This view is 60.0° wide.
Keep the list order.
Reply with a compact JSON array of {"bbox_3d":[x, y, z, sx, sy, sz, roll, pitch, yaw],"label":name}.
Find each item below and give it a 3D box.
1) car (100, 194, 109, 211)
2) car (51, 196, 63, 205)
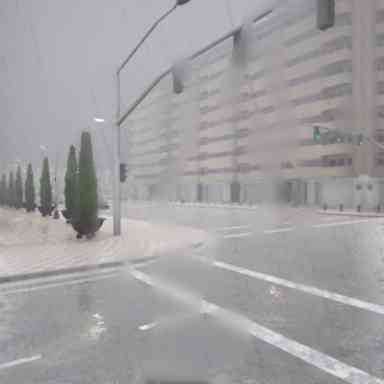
[{"bbox_3d":[-10.988,1.339,37.832,1.837,1.490,4.892,-1,0,-35],"label":"car"},{"bbox_3d":[-22.286,1.342,54.030,2.128,1.511,4.902,-1,0,-35],"label":"car"}]
